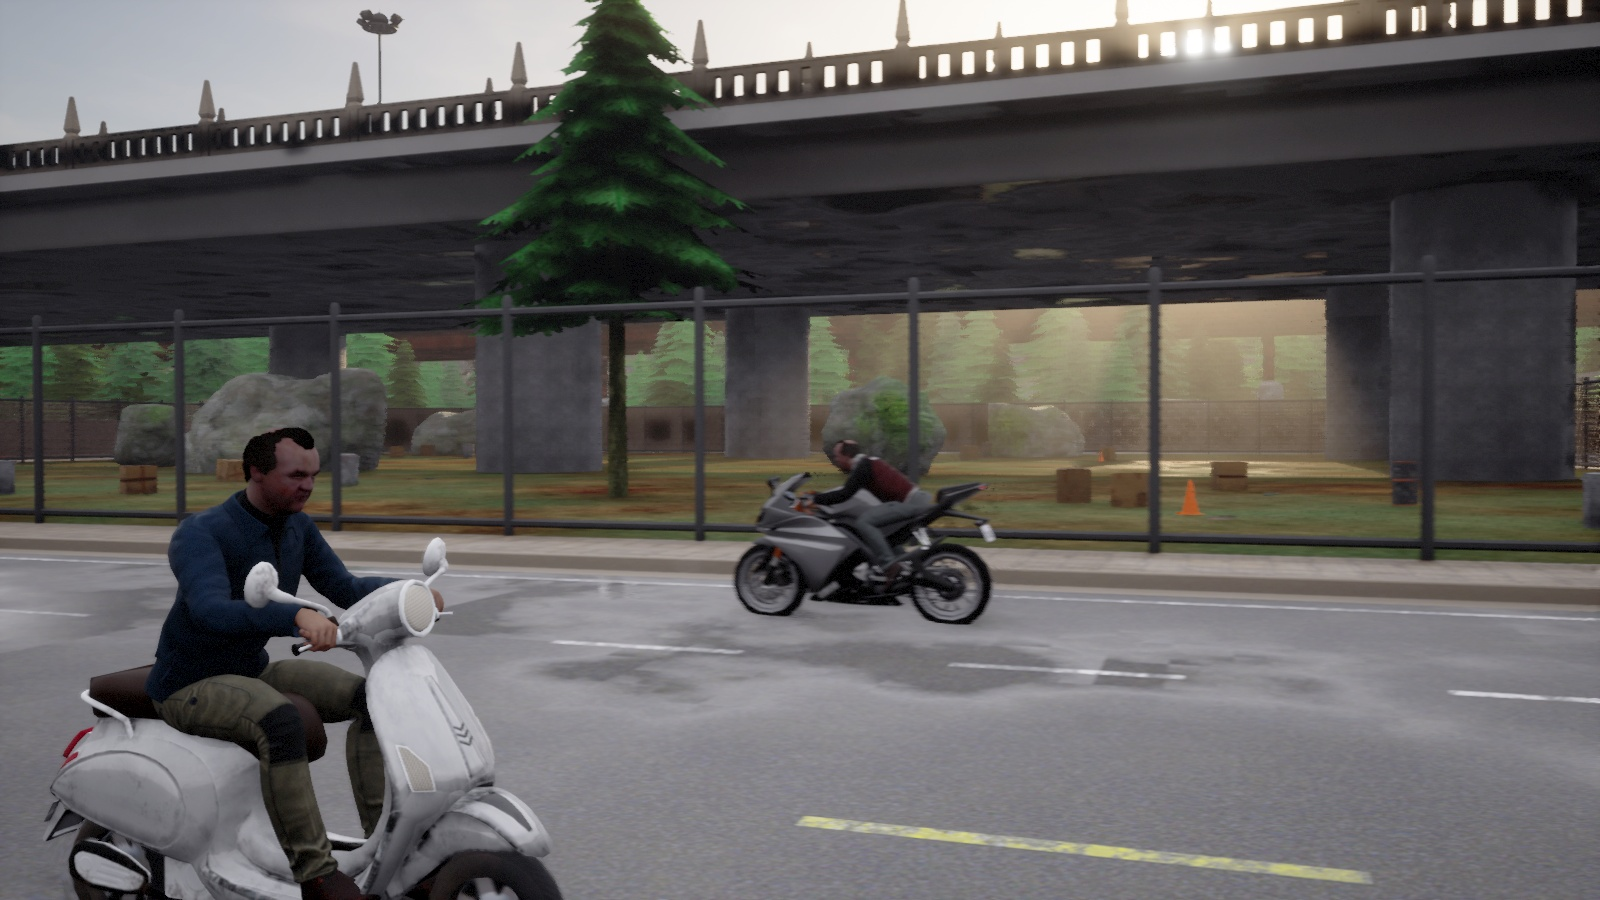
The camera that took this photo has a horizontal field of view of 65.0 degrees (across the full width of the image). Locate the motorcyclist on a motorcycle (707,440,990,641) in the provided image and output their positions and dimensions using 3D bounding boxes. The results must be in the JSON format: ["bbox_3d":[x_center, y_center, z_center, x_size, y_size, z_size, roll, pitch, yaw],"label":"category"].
[{"bbox_3d":[0.406,0.696,10.442,2.191,1.530,0.866,1,1,19],"label":"motorcyclist on a motorcycle"}]

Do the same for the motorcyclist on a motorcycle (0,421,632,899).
[{"bbox_3d":[-1.512,0.715,3.701,1.817,1.590,0.866,1,1,19],"label":"motorcyclist on a motorcycle"}]
